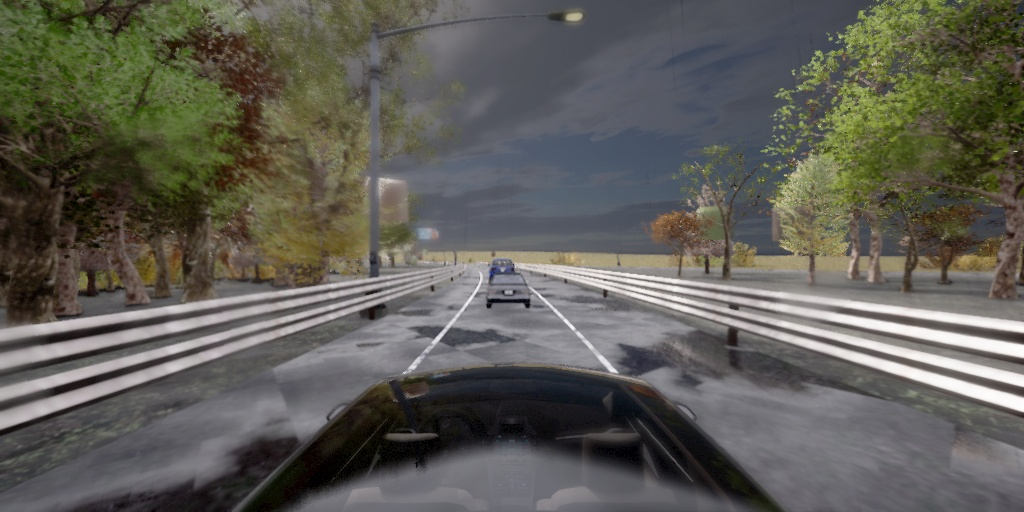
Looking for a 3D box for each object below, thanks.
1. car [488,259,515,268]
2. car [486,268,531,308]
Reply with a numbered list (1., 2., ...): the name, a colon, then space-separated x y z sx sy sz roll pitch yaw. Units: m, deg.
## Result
1. car: -0.893 1.239 30.999 2.150 2.045 5.566 0 0 -4
2. car: -0.190 1.428 15.910 2.033 1.411 5.357 0 -1 -2
